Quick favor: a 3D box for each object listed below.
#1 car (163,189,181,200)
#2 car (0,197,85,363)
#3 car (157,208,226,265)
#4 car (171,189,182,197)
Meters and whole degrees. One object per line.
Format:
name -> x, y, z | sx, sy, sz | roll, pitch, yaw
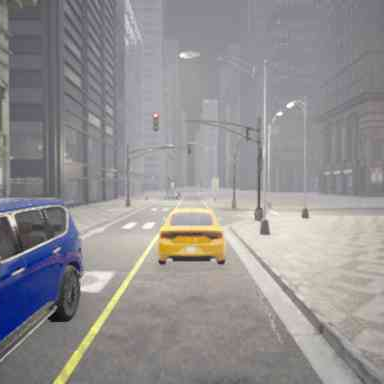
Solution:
car -> -3.155, 0.336, 50.693 | 2.097, 1.767, 4.553 | 0, 1, 0
car -> -3.078, 1.139, 4.024 | 2.150, 2.045, 5.566 | 0, 1, 0
car -> 0.010, 1.256, 10.895 | 1.882, 1.535, 5.008 | 0, 1, 1
car -> -3.126, 0.147, 66.730 | 1.882, 1.535, 5.008 | 0, 1, 0
